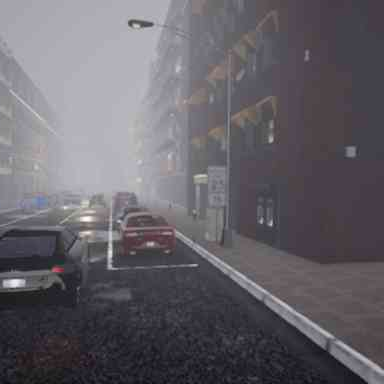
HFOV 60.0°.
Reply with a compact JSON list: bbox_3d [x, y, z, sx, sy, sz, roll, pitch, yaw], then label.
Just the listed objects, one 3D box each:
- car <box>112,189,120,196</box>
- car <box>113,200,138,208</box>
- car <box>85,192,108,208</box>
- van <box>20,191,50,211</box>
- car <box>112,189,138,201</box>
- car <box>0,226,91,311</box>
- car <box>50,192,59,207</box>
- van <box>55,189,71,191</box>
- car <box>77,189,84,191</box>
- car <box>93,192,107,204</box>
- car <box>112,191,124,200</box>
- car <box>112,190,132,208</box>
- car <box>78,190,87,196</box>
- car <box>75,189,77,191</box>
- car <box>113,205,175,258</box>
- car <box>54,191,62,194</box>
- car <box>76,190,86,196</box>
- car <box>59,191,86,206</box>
[{"bbox_3d":[-20.321,0.086,88.791,2.192,1.841,5.009,0,1,-14],"label":"car"},{"bbox_3d":[-3.008,1.333,17.236,1.947,1.339,4.313,0,1,-14],"label":"car"},{"bbox_3d":[-10.641,0.977,37.614,1.812,1.442,4.674,0,1,-13],"label":"car"},{"bbox_3d":[-15.123,0.813,31.812,1.690,1.788,3.998,0,1,-14],"label":"van"},{"bbox_3d":[-5.672,0.926,28.240,2.192,1.841,5.009,0,1,-14],"label":"car"},{"bbox_3d":[-3.392,1.442,7.428,1.994,1.385,4.181,0,1,-14],"label":"car"},{"bbox_3d":[-16.454,0.977,37.320,1.802,1.307,4.206,0,1,-14],"label":"car"},{"bbox_3d":[-19.133,0.582,48.323,1.690,1.788,3.998,0,1,-14],"label":"van"},{"bbox_3d":[-24.477,0.487,70.340,2.008,1.369,4.403,0,1,-14],"label":"car"},{"bbox_3d":[-13.116,0.788,47.635,1.882,1.535,5.008,0,1,-14],"label":"car"},{"bbox_3d":[-13.662,0.590,61.270,1.967,1.590,4.097,0,1,-14],"label":"car"},{"bbox_3d":[-8.335,0.771,39.251,2.192,1.841,5.009,0,1,-14],"label":"car"},{"bbox_3d":[-28.472,0.275,86.854,1.947,1.339,4.313,0,1,-14],"label":"car"},{"bbox_3d":[-20.492,0.479,53.820,2.192,1.841,5.009,0,1,-14],"label":"car"},{"bbox_3d":[-1.757,1.386,12.064,1.887,1.381,4.507,0,1,-14],"label":"car"},{"bbox_3d":[-17.789,0.900,42.823,1.802,1.307,4.206,0,1,-14],"label":"car"},{"bbox_3d":[-27.141,0.225,81.347,1.967,1.590,4.097,0,1,-14],"label":"car"},{"bbox_3d":[-14.584,0.920,40.933,2.033,1.411,5.357,0,1,-14],"label":"car"}]
